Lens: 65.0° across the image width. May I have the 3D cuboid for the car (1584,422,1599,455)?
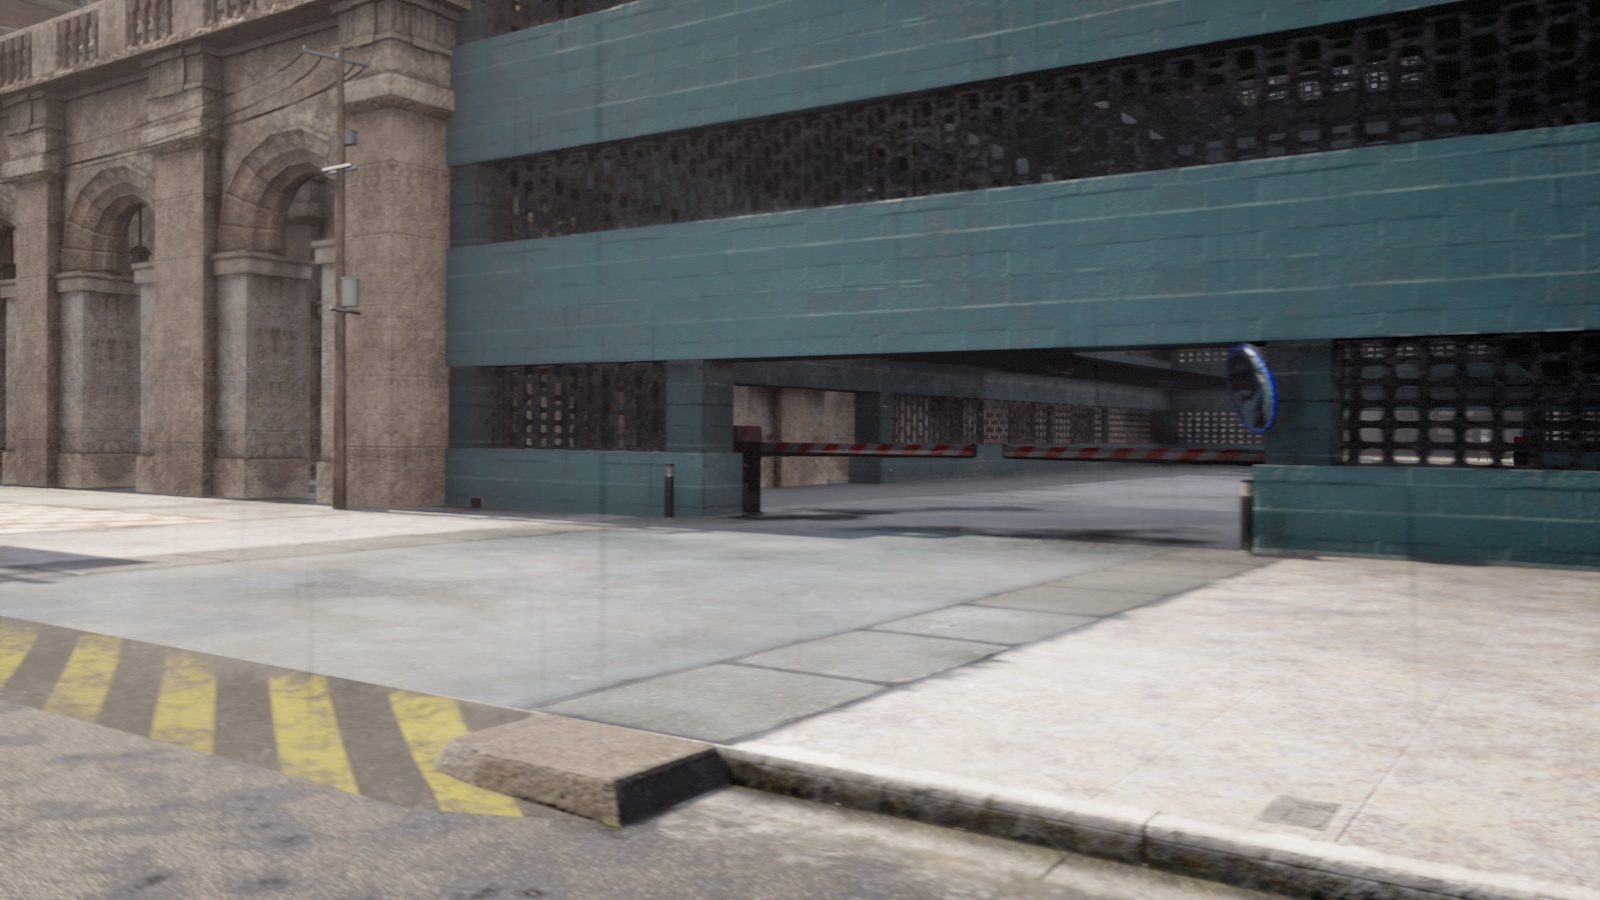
[{"bbox_3d":[40.780,-0.574,61.483,3.988,1.617,1.851,0,1,34],"label":"car"}]
